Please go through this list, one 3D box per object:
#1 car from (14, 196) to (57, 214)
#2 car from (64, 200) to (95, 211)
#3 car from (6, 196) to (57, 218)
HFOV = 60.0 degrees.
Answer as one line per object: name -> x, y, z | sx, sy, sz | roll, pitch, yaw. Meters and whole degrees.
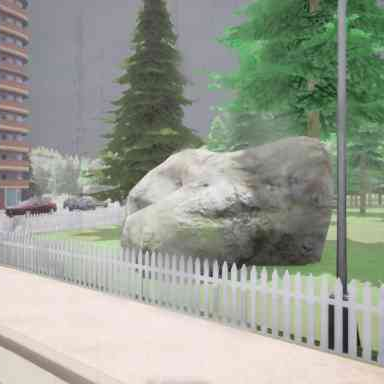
car -> -16.727, 1.297, 35.864 | 2.097, 1.767, 4.553 | 0, 0, 8
car -> -12.814, 1.508, 39.059 | 1.994, 1.385, 4.181 | 0, 0, 4
car -> -14.466, 1.422, 30.220 | 1.882, 1.535, 5.008 | 0, 0, 15
